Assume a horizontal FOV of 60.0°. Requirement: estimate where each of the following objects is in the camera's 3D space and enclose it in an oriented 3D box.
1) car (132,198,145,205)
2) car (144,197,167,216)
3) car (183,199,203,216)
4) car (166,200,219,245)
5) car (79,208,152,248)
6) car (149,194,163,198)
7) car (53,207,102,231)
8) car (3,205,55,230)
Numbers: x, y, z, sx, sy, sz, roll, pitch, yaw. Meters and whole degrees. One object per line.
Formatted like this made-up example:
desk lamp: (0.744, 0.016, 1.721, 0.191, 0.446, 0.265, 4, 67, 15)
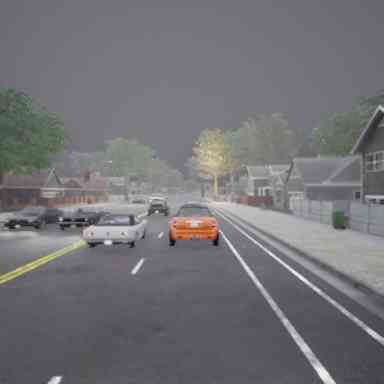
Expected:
car: (-9.807, 1.705, 61.686, 1.895, 1.301, 4.718, 0, 0, 1)
car: (-3.168, 1.540, 32.518, 1.837, 1.490, 4.892, 0, 0, 0)
car: (0.082, 1.517, 33.996, 1.882, 1.535, 5.008, 0, 0, 0)
car: (0.092, 1.359, 15.702, 2.097, 1.767, 4.553, 0, 0, 0)
car: (-3.158, 1.607, 14.751, 1.895, 1.301, 4.718, 0, 0, 0)
car: (-6.562, 1.325, 61.247, 2.150, 2.045, 5.566, 0, 0, 1)
car: (-6.611, 1.614, 20.720, 1.895, 1.301, 4.718, 0, 0, 0)
car: (-9.862, 1.561, 21.471, 2.033, 1.411, 5.357, 0, 0, 0)
